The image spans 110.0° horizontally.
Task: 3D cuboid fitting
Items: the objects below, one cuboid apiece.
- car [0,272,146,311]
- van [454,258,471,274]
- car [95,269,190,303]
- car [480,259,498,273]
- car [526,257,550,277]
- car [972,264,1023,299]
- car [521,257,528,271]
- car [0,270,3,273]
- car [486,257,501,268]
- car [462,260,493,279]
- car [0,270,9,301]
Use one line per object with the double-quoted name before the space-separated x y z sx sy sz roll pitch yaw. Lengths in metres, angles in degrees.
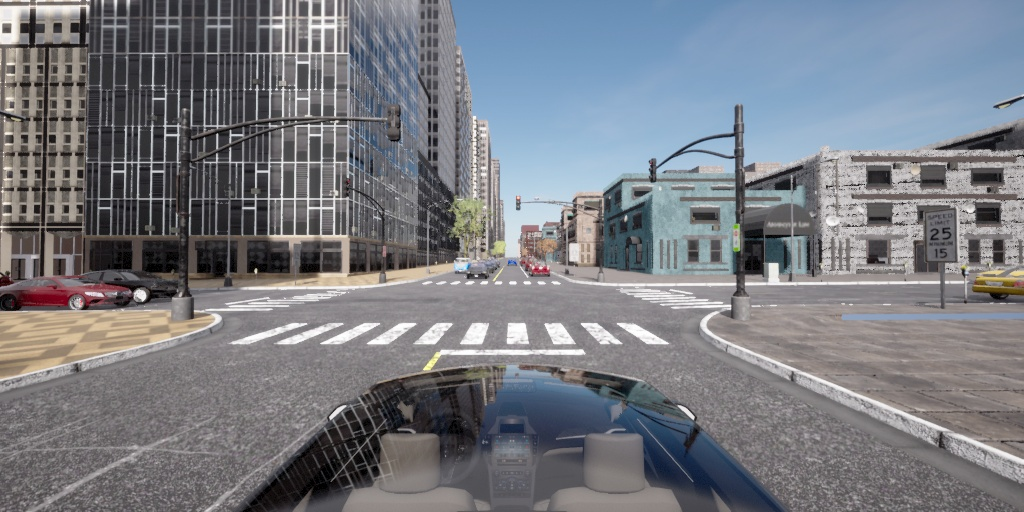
"car" -17.414 1.413 14.011 4.207 1.307 1.802 0 0 1
"van" -5.675 1.098 41.481 1.690 1.789 3.998 0 0 0
"car" -17.888 1.360 16.623 5.008 1.535 1.882 -1 -1 0
"car" -3.084 1.321 42.337 1.994 1.385 4.181 0 0 0
"car" 2.704 1.196 35.843 1.967 1.591 4.097 0 0 0
"car" 20.694 0.995 13.631 4.829 1.417 1.751 0 0 1
"car" 2.709 1.073 47.191 2.192 1.841 5.009 0 0 0
"car" -23.097 1.326 14.067 4.097 1.591 1.967 0 0 1
"car" -3.077 1.306 52.181 2.033 1.411 5.357 0 0 0
"car" -3.073 1.304 33.034 2.033 1.411 5.357 0 0 -1
"car" -27.385 1.465 16.716 4.902 1.511 2.128 -1 -1 1
